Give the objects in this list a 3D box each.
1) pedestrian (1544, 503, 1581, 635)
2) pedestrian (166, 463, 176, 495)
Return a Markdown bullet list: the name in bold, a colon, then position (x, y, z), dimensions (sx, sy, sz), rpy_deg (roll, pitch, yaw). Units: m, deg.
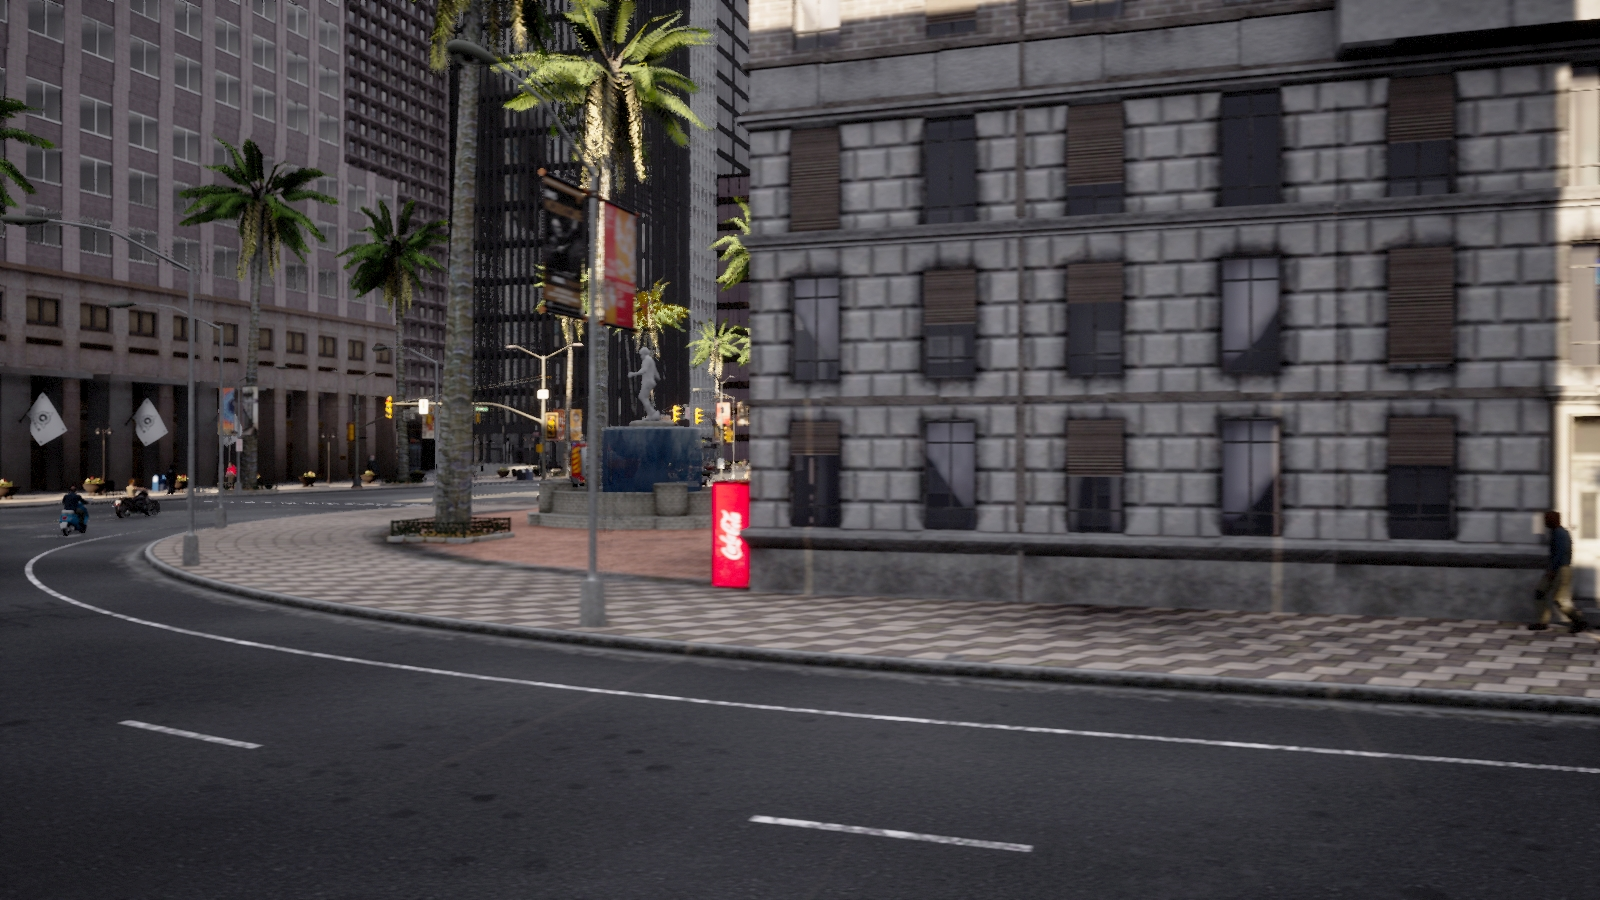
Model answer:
- **pedestrian**: position (10.993, 1.700, 16.485), dimensions (0.375, 1.860, 0.375), rpy_deg (0, 0, 21)
- **pedestrian**: position (-36.888, 1.707, 66.976), dimensions (0.375, 1.860, 0.375), rpy_deg (0, 0, -4)
